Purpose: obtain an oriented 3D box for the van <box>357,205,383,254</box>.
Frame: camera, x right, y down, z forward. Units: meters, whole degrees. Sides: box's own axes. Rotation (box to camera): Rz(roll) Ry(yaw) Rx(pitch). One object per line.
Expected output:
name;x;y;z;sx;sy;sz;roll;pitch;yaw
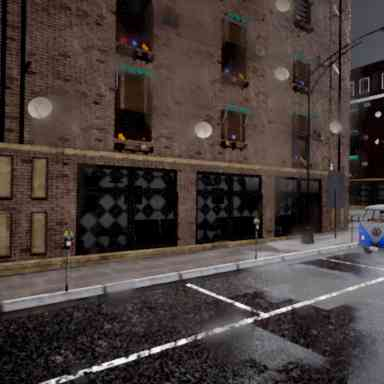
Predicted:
van;7.671;1.342;12.104;3.998;1.788;1.690;0;1;-35
